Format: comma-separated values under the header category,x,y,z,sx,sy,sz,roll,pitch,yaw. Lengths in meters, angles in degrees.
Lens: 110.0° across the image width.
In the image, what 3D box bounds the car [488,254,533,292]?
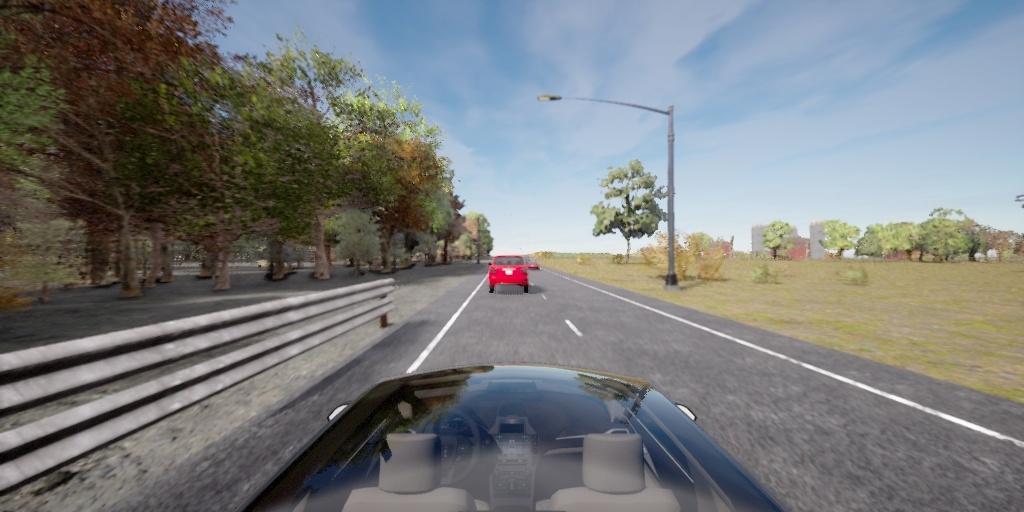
category,x,y,z,sx,sy,sz,roll,pitch,yaw
car,-0.203,0.928,20.866,2.150,2.045,5.566,0,0,-1

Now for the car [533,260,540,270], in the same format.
category,x,y,z,sx,sy,sz,roll,pitch,yaw
car,2.612,1.184,48.183,1.994,1.385,4.181,0,0,-1
